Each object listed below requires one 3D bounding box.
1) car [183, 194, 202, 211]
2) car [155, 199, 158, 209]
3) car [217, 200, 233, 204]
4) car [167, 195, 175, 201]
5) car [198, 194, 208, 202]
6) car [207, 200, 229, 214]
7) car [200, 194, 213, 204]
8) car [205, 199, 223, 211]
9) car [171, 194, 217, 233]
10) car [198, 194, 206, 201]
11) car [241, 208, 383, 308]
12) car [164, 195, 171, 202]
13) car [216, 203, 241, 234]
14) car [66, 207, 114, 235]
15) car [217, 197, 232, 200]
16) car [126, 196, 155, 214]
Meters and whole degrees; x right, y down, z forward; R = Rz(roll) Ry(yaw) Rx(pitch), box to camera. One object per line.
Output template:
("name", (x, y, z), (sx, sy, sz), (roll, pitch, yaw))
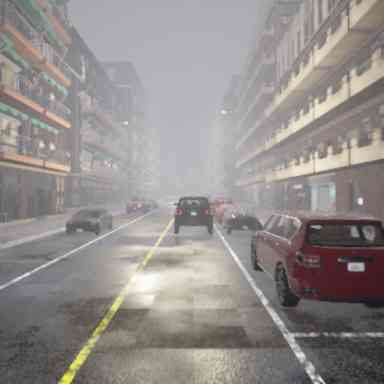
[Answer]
("car", (0.084, 1.240, 41.353), (2.150, 2.045, 5.566), (0, 0, 0))
("car", (-5.700, 1.603, 46.875), (1.802, 1.307, 4.206), (1, 0, 0))
("car", (2.690, 1.555, 24.573), (1.887, 1.381, 4.507), (1, 0, 0))
("car", (-5.718, 1.578, 91.249), (1.752, 1.417, 4.829), (1, 0, 0))
("car", (2.670, 1.359, 80.253), (2.192, 1.841, 5.009), (1, 0, 0))
("car", (2.685, 1.566, 35.710), (2.008, 1.369, 4.403), (1, 0, 0))
("car", (2.676, 1.347, 63.550), (2.192, 1.841, 5.009), (1, 0, 0))
("car", (2.683, 1.585, 41.278), (1.947, 1.339, 4.313), (1, 0, 0))
("car", (0.091, 1.229, 20.027), (2.150, 2.045, 5.566), (0, 0, 0))
("car", (2.663, 1.493, 91.389), (1.967, 1.590, 4.097), (1, 0, 0))
("car", (2.701, 1.318, 7.870), (2.192, 1.841, 5.009), (1, 0, 0))
("car", (-5.714, 1.594, 80.283), (2.008, 1.369, 4.403), (1, 0, 0))
("car", (2.693, 1.558, 19.006), (2.008, 1.369, 4.403), (1, 0, 0))
("car", (-5.688, 1.573, 19.036), (1.947, 1.339, 4.313), (1, 0, 0))
("car", (2.690, 1.328, 30.141), (2.192, 1.841, 5.009), (1, 0, 0))
("car", (-5.692, 1.330, 35.739), (2.192, 1.841, 5.009), (1, 0, 0))
